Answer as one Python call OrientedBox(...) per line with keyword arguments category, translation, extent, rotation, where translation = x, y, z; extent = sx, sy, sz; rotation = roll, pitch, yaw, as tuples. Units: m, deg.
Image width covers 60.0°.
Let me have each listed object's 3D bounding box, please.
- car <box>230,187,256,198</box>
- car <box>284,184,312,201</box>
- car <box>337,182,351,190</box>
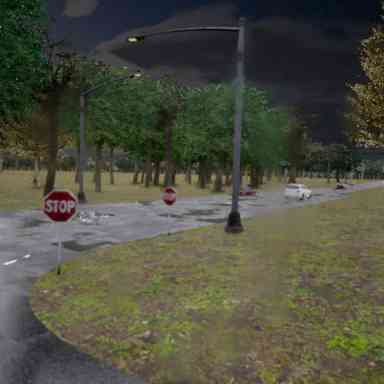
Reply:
OrientedBox(category="car", translation=(7.000, 0.059, 45.613), extent=(1.895, 1.301, 4.718), rotation=(4, 4, 35))
OrientedBox(category="car", translation=(13.781, -0.001, 43.048), extent=(2.150, 2.045, 5.566), rotation=(4, 4, 35))
OrientedBox(category="car", translation=(36.555, -1.270, 80.748), extent=(1.837, 1.490, 4.892), rotation=(4, 4, 35))
